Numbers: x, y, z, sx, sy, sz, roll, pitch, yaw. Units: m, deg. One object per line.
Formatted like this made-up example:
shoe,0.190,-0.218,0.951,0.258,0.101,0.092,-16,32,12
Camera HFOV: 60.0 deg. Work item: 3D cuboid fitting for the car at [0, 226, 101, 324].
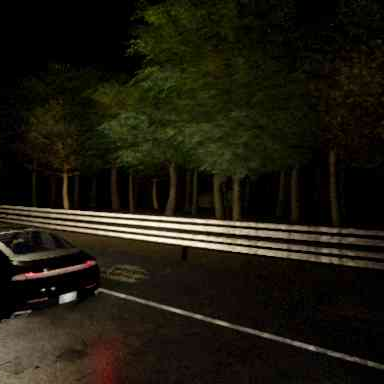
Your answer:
car,-3.927,1.462,6.759,4.902,1.511,2.128,0,0,37
